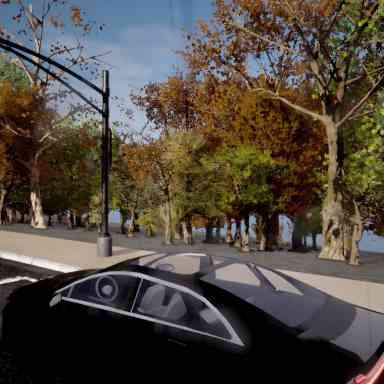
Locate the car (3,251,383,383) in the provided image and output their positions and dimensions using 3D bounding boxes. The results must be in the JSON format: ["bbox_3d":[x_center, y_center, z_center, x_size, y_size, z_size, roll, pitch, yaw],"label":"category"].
[{"bbox_3d":[-0.382,1.491,3.963,4.902,1.511,2.128,0,0,36],"label":"car"}]
